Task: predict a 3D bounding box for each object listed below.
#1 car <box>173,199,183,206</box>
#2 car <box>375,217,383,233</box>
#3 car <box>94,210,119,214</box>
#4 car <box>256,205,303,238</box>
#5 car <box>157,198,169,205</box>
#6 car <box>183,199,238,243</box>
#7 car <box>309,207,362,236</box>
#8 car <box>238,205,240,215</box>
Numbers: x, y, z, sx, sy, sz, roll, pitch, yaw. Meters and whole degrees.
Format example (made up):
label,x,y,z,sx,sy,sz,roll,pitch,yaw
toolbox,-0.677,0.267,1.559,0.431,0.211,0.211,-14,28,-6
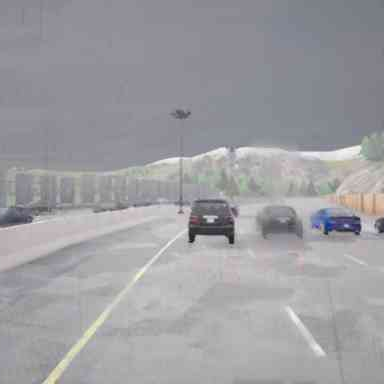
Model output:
label,x,y,z,sx,sy,sz,roll,pitch,yaw
car,-2.014,2.028,65.479,2.033,1.411,5.357,0,0,20
car,11.784,1.743,18.248,1.994,1.385,4.181,0,0,6
car,-7.671,1.692,31.611,1.882,1.535,5.008,0,-1,10
car,4.820,1.512,18.880,2.097,1.767,4.553,0,0,6
car,-6.633,1.994,73.367,1.812,1.442,4.674,0,0,20
car,1.072,1.356,17.147,2.150,2.045,5.566,0,0,6
car,8.468,1.659,20.047,1.882,1.535,5.008,0,0,7
car,3.921,1.805,35.126,1.812,1.442,4.674,0,0,12
